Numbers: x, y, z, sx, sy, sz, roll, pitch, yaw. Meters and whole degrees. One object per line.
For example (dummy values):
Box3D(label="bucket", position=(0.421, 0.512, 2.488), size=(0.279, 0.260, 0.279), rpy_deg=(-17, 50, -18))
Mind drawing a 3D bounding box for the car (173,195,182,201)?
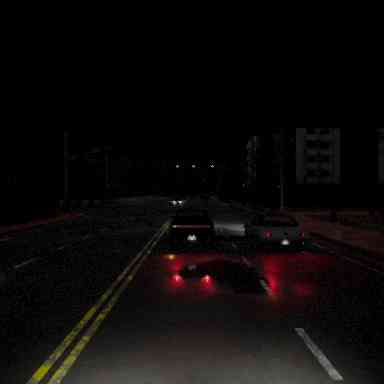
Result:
Box3D(label="car", position=(-3.500, 1.495, 81.275), size=(1.812, 1.442, 4.674), rpy_deg=(0, 0, 0))

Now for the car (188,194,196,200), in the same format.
Box3D(label="car", position=(0.000, 1.193, 84.670), size=(2.097, 1.767, 4.553), rpy_deg=(0, 0, 0))

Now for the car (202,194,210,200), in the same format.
Box3D(label="car", position=(3.500, 1.360, 84.714), size=(1.812, 1.442, 4.674), rpy_deg=(0, 0, 0))

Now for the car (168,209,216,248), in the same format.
Box3D(label="car", position=(0.000, 1.493, 14.650), size=(2.128, 1.511, 4.902), rpy_deg=(0, 0, 0))

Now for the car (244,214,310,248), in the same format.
Box3D(label="car", position=(3.500, 1.614, 14.680), size=(1.895, 1.301, 4.718), rpy_deg=(0, 0, 0))
